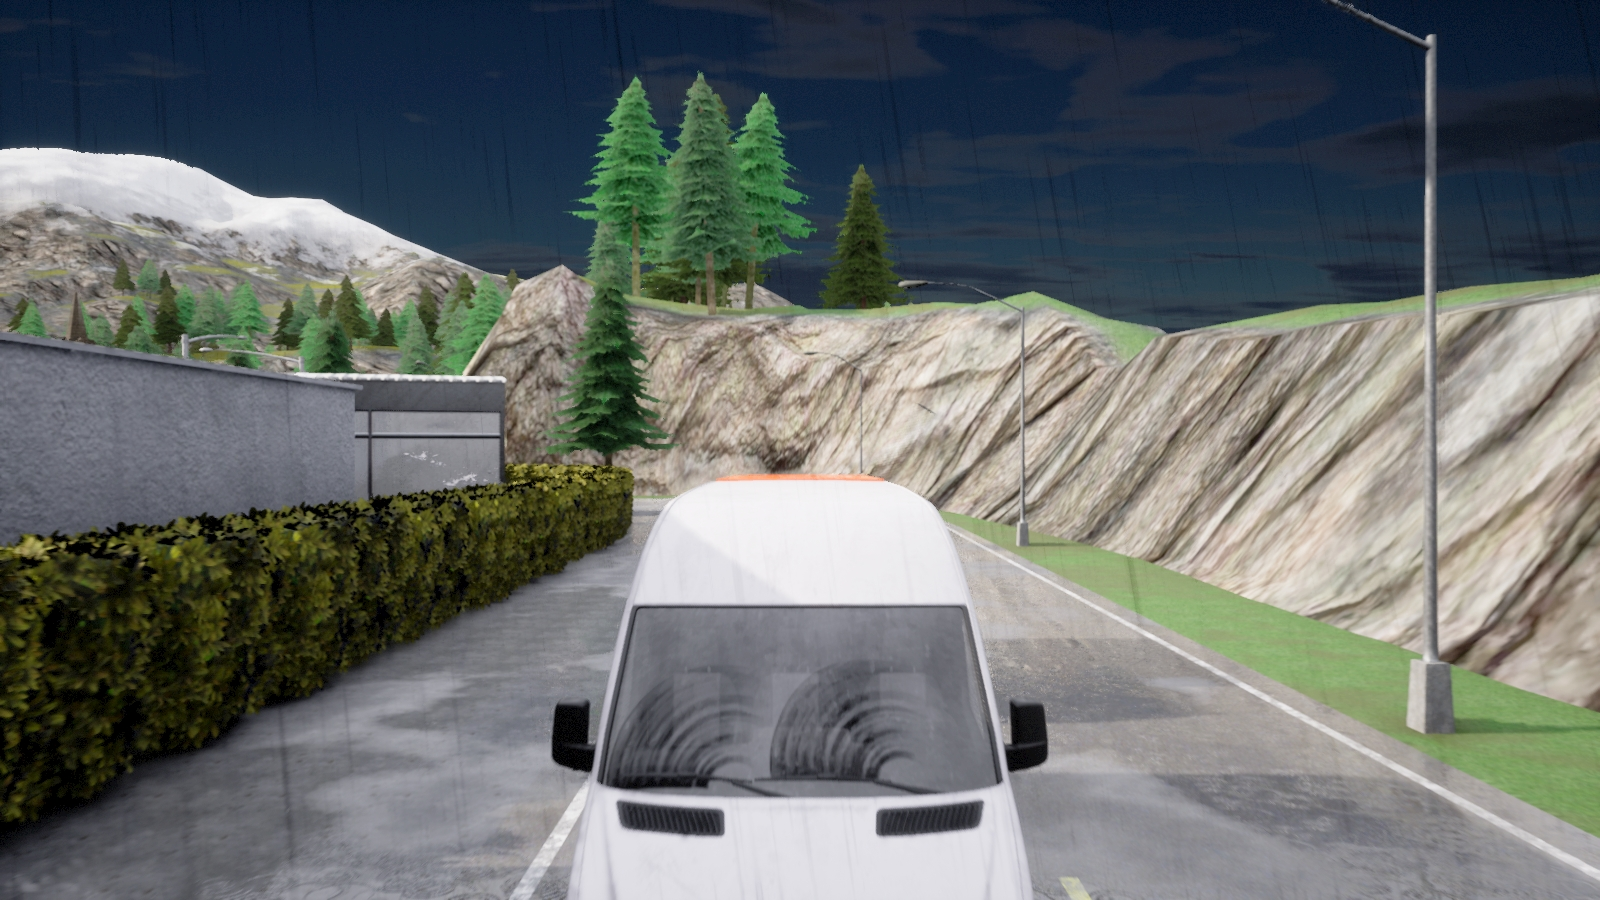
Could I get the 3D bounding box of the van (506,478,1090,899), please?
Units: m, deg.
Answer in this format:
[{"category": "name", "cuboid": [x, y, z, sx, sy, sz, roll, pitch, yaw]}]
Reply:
[{"category": "van", "cuboid": [-0.011, 1.524, 6.845, 1.988, 2.561, 5.915, 0, 0, 0]}]
